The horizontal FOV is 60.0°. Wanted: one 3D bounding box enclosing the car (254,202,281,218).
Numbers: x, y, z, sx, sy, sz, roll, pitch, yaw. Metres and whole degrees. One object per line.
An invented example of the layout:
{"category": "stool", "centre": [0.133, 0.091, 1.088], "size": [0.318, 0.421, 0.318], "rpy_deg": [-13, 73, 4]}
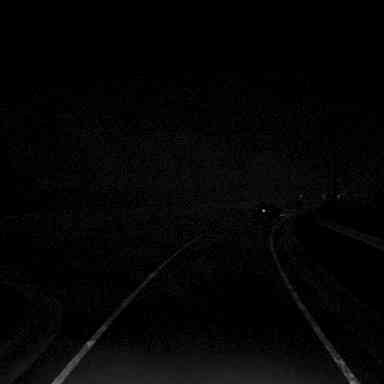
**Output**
{"category": "car", "centre": [6.984, 1.604, 30.738], "size": [1.994, 1.385, 4.181], "rpy_deg": [0, 0, 22]}

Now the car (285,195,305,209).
{"category": "car", "centre": [14.731, 1.603, 48.163], "size": [1.812, 1.442, 4.674], "rpy_deg": [0, 0, 26]}
